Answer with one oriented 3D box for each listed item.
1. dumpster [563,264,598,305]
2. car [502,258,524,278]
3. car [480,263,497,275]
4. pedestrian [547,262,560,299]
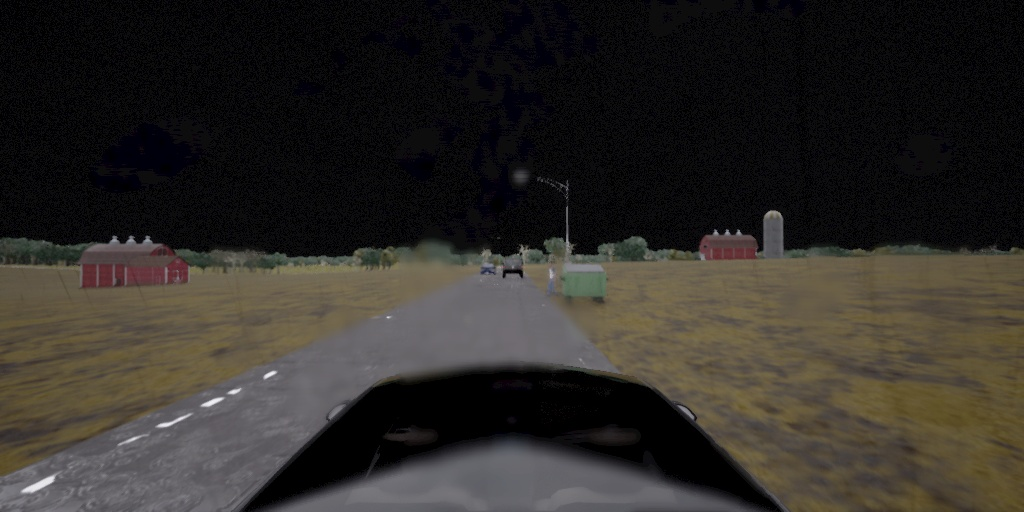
[{"bbox_3d":[3.125,1.234,16.645,1.020,1.700,1.940,0,0,0],"label":"dumpster"},{"bbox_3d":[0.084,1.206,37.977,2.150,2.045,5.566,0,0,0],"label":"car"},{"bbox_3d":[-2.831,1.577,43.698,2.033,1.411,5.357,0,-1,0],"label":"car"},{"bbox_3d":[1.967,1.134,17.503,0.375,1.860,0.375,0,0,-10],"label":"pedestrian"}]
